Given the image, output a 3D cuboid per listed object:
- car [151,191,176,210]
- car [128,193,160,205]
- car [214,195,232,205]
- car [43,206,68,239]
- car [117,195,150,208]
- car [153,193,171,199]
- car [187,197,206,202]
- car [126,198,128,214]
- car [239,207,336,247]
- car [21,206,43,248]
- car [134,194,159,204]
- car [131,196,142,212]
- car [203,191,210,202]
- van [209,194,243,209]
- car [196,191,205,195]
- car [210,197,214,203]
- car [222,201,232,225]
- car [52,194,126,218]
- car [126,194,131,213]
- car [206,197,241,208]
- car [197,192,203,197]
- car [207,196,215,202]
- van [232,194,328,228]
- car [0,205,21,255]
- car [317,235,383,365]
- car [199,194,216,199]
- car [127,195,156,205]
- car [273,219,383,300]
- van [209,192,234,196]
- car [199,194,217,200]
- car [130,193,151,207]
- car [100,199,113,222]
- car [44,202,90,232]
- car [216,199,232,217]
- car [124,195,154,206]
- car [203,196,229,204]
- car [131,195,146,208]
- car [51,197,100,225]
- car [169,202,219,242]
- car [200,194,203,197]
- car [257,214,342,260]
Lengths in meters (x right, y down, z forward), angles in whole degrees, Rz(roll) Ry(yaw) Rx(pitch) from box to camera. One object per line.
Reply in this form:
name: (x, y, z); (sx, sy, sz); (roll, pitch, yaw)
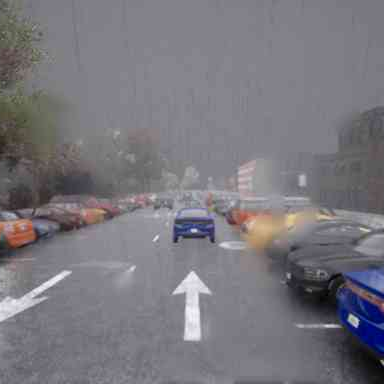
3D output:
car: (-3.609, 1.240, 42.790); (2.150, 2.045, 5.566); (0, 0, 0)
car: (-8.597, 1.236, 59.921); (5.566, 2.045, 2.435); (0, 0, 0)
car: (4.557, 1.379, 29.307); (4.553, 1.767, 2.185); (0, 0, 0)
car: (-8.550, 1.539, 15.361); (4.674, 1.452, 2.002); (0, 0, 0)
car: (-8.532, 1.369, 48.781); (4.553, 1.767, 2.185); (0, 0, 0)
car: (-8.226, 1.135, 91.544); (4.553, 1.767, 2.185); (0, 0, 0)
car: (0.084, 1.570, 35.166); (2.033, 1.411, 5.357); (0, 0, 0)
car: (-8.560, 1.506, 29.286); (4.892, 1.521, 2.231); (0, 0, 0)
car: (4.719, 1.494, 12.608); (5.366, 1.575, 1.946); (0, 0, 0)
car: (-8.515, 1.371, 12.576); (4.553, 1.767, 2.185); (0, 0, 0)
car: (-8.538, 1.360, 62.707); (4.553, 1.767, 2.185); (0, 0, 0)
car: (-8.528, 1.531, 37.641); (4.792, 1.488, 2.163); (0, 0, 0)
car: (4.548, 1.247, 43.225); (5.566, 2.045, 2.435); (0, 0, 0)
van: (4.634, 1.271, 45.884); (4.442, 1.987, 1.878); (0, 0, 0)
car: (4.143, 1.251, 94.378); (5.366, 1.575, 1.946); (0, 0, 0)
car: (4.518, 1.505, 32.092); (4.892, 1.521, 2.231); (0, 0, 0)
car: (4.559, 1.532, 20.958); (4.792, 1.488, 2.163); (0, 0, 0)
car: (-8.525, 1.253, 26.502); (5.566, 2.045, 2.435); (0, 0, 0)
car: (-8.587, 1.378, 32.072); (4.553, 1.767, 2.185); (0, 0, 0)
car: (4.523, 1.496, 48.791); (4.892, 1.521, 2.231); (0, 0, 0)
car: (4.280, 1.305, 85.900); (4.792, 1.488, 2.163); (0, 0, 0)
car: (4.528, 1.503, 37.658); (4.892, 1.521, 2.231); (0, 0, 0)
van: (4.648, 1.275, 18.112); (4.442, 1.987, 1.878); (0, 0, 0)
car: (-8.517, 1.243, 9.793); (5.566, 2.045, 2.435); (0, 0, 0)
car: (4.532, 1.486, 4.258); (5.008, 1.535, 2.097); (0, 0, 0)
car: (4.319, 1.301, 91.552); (4.674, 1.452, 2.002); (0, 0, 0)
car: (-8.598, 1.364, 57.011); (4.553, 1.767, 2.185); (0, 0, 0)
car: (4.541, 1.490, 7.041); (5.008, 1.535, 2.097); (0, 0, 0)
van: (4.637, 1.275, 40.442); (4.442, 1.987, 1.878); (0, 0, 0)
car: (4.313, 1.308, 88.727); (4.674, 1.452, 2.002); (0, 0, 0)
car: (-8.590, 1.246, 45.871); (5.566, 2.045, 2.435); (0, 0, 0)
car: (-8.556, 1.503, 23.715); (5.008, 1.535, 2.097); (0, 0, 0)
car: (-8.544, 1.501, 18.146); (5.008, 1.535, 2.097); (0, 0, 0)
car: (4.524, 1.544, 26.525); (4.674, 1.452, 2.002); (0, 0, 0)
car: (-8.597, 1.366, 54.226); (4.553, 1.767, 2.185); (0, 0, 0)
car: (4.495, 1.526, 62.566); (4.674, 1.452, 2.002); (-1, 0, 0)
car: (-8.565, 1.500, 40.427); (5.008, 1.535, 2.097); (0, 0, 0)
car: (-8.518, 1.377, 20.930); (4.553, 1.767, 2.185); (0, 0, 0)
car: (0.092, 1.497, 16.600); (1.882, 1.535, 5.008); (0, 0, 0)
car: (4.697, 1.485, 59.924); (5.366, 1.575, 1.946); (0, 0, 0)
car: (4.532, 1.534, 9.825); (4.674, 1.452, 2.002); (0, 0, 0)
